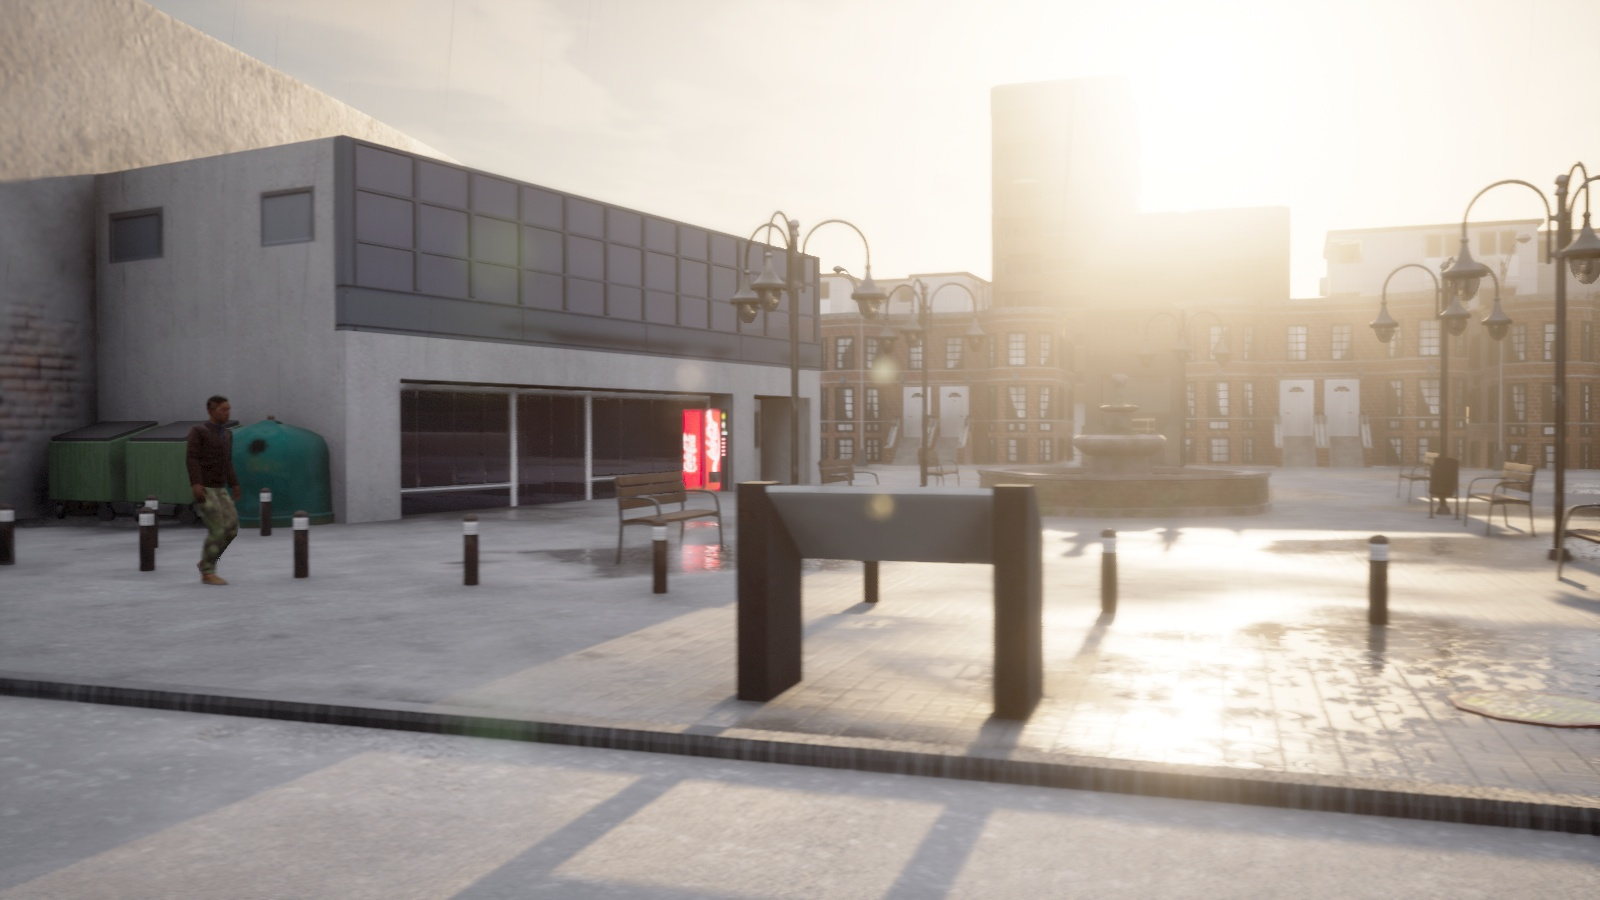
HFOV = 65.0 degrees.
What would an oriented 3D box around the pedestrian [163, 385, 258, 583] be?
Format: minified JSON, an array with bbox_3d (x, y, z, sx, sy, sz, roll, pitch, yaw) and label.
[{"bbox_3d":[-5.604,0.309,11.952,0.703,1.840,0.431,1,1,14],"label":"pedestrian"}]
